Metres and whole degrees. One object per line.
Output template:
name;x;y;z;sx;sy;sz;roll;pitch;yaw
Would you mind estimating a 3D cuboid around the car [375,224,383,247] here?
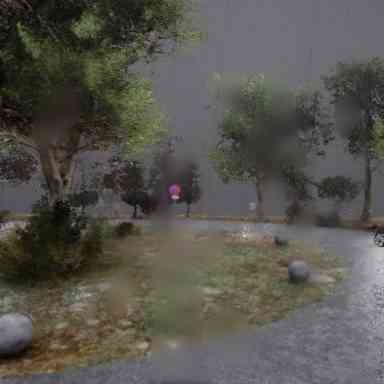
car;9.032;1.686;13.119;1.837;1.490;4.892;2;0;7
